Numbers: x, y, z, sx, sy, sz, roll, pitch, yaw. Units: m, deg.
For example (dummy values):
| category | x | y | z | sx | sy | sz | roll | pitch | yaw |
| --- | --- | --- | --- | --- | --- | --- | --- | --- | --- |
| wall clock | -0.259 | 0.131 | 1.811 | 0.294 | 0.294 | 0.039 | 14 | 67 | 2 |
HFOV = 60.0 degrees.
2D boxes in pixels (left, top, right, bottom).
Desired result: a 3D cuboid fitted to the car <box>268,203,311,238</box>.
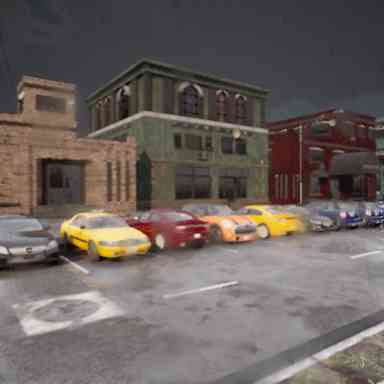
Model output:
| category | x | y | z | sx | sy | sz | roll | pitch | yaw |
| --- | --- | --- | --- | --- | --- | --- | --- | --- | --- |
| car | 3.291 | 1.450 | 17.364 | 2.097 | 1.535 | 5.008 | 0 | 0 | -36 |

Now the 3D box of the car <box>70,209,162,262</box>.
| category | x | y | z | sx | sy | sz | roll | pitch | yaw |
| --- | --- | --- | --- | --- | --- | --- | --- | --- | --- |
| car | -3.396 | 1.445 | 12.377 | 1.946 | 1.575 | 5.366 | 0 | 0 | -35 |

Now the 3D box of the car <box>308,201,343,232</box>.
| category | x | y | z | sx | sy | sz | roll | pitch | yaw |
| --- | --- | --- | --- | --- | --- | --- | --- | --- | --- |
| car | 5.546 | 1.453 | 18.983 | 2.231 | 1.521 | 4.892 | 0 | 0 | -35 |

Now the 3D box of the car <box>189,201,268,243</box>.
| category | x | y | z | sx | sy | sz | roll | pitch | yaw |
| --- | --- | --- | --- | --- | --- | --- | --- | --- | --- |
| car | 1.005 | 1.323 | 15.779 | 2.185 | 1.767 | 4.553 | 0 | 0 | -35 |

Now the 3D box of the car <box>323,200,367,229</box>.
| category | x | y | z | sx | sy | sz | roll | pitch | yaw |
| --- | --- | --- | --- | --- | --- | --- | --- | --- | --- |
| car | 7.830 | 1.328 | 20.565 | 2.185 | 1.767 | 4.553 | 0 | 0 | -35 |

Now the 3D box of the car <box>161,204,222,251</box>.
| category | x | y | z | sx | sy | sz | roll | pitch | yaw |
| --- | --- | --- | --- | --- | --- | --- | --- | --- | --- |
| car | -1.237 | 1.449 | 14.136 | 2.097 | 1.535 | 5.008 | 0 | 0 | -35 |

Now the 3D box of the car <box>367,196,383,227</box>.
| category | x | y | z | sx | sy | sz | roll | pitch | yaw |
| --- | --- | --- | --- | --- | --- | --- | --- | --- | --- |
| car | 10.095 | 1.332 | 22.178 | 2.185 | 1.767 | 4.553 | 0 | 0 | -35 |

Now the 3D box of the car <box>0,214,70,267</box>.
| category | x | y | z | sx | sy | sz | roll | pitch | yaw |
| --- | --- | --- | --- | --- | --- | --- | --- | --- | --- |
| car | -5.769 | 1.488 | 10.917 | 2.002 | 1.452 | 4.674 | 0 | 0 | -35 |
